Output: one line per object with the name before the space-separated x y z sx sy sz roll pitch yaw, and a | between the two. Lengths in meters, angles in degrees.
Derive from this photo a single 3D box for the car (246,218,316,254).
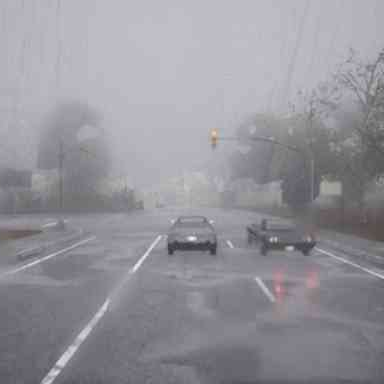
car | 3.506 1.744 14.112 1.895 1.301 4.718 0 -1 0

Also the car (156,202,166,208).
car | -6.892 2.807 73.061 2.033 1.411 5.357 0 -2 -13

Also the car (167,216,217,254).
car | 0.012 1.710 14.298 1.994 1.385 4.181 0 -1 0
